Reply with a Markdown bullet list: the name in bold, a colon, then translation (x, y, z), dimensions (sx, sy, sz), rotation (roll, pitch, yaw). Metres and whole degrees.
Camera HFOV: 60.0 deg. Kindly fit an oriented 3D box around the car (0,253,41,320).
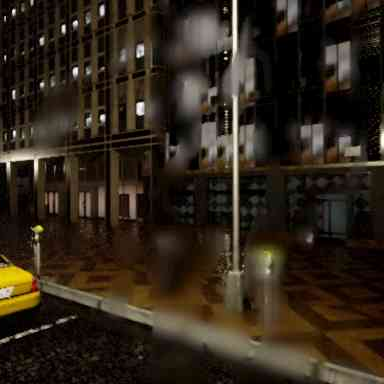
- **car**: translation (-4.782, 1.487, 6.298), dimensions (4.829, 1.417, 1.752), rotation (0, 0, 36)
